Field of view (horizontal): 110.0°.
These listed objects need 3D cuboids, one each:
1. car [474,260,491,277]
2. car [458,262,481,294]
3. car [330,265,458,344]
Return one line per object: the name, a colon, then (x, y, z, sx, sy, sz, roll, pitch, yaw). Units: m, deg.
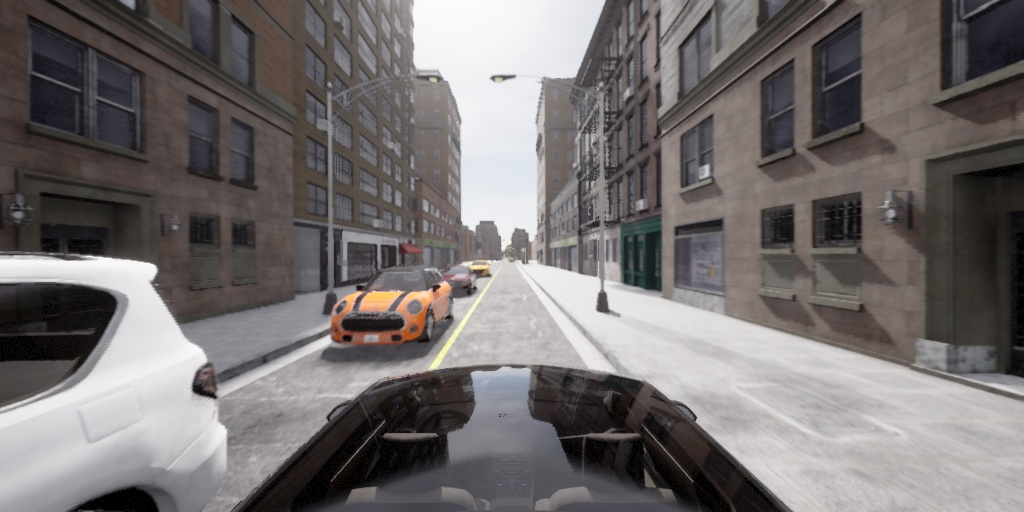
car: (-3.039, 1.159, 34.521, 1.882, 1.535, 5.008, 0, 0, 0)
car: (-2.990, 1.238, 19.846, 1.812, 1.442, 4.674, 0, 0, 0)
car: (-2.904, 1.093, 9.606, 2.097, 1.767, 4.553, 0, 0, 0)
